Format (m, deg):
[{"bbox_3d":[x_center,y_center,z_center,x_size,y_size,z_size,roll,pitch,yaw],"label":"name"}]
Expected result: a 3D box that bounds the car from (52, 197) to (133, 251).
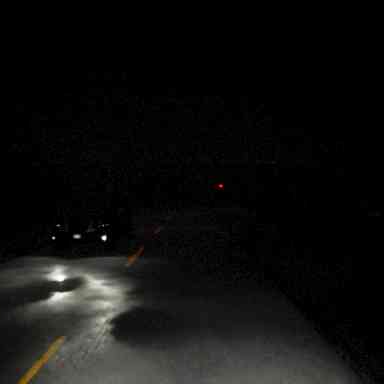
[{"bbox_3d":[-4.022,1.228,14.458,2.150,2.045,5.566,0,0,0],"label":"car"}]
